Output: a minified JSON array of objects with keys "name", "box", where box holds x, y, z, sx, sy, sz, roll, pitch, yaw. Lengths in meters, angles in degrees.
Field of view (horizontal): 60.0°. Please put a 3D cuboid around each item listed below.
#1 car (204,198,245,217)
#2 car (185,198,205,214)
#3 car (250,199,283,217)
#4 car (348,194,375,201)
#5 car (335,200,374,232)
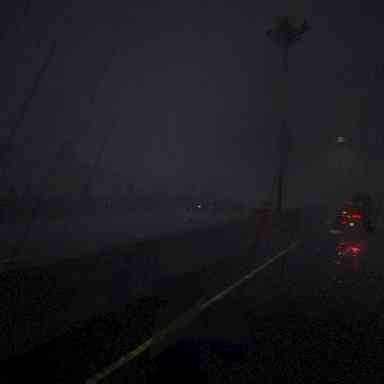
[{"name":"car","box":[3.312,1.348,30.643,1.882,1.535,5.008,1,0,29]},{"name":"car","box":[1.044,1.347,33.802,1.812,1.442,4.674,1,0,29]},{"name":"car","box":[6.619,1.400,29.400,1.882,1.535,5.008,1,1,29]},{"name":"car","box":[16.929,1.268,33.315,2.150,2.045,5.566,1,1,28]},{"name":"car","box":[9.987,1.524,20.517,1.837,1.490,4.892,1,1,28]}]
